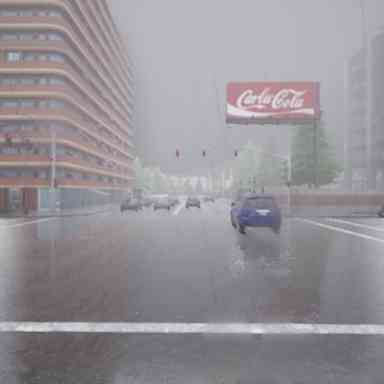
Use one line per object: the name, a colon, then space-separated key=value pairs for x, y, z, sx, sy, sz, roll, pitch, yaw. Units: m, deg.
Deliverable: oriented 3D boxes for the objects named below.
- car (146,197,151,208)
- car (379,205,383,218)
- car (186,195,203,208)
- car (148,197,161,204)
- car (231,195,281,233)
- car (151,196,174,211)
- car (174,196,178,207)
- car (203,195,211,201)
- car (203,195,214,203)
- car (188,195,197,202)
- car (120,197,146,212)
car: x=-7.046 y=1.471 z=48.460 sx=2.128 sy=1.511 sz=4.902 roll=0 pitch=0 yaw=0
car: x=16.291 y=1.212 z=23.439 sx=5.566 sy=2.045 sz=2.150 roll=0 pitch=0 yaw=0
car: x=0.140 y=1.472 z=47.407 sx=2.128 sy=1.511 sz=4.902 roll=0 pitch=0 yaw=0
car: x=-6.991 y=1.575 z=62.763 sx=1.895 sy=1.301 sz=4.718 roll=0 pitch=0 yaw=1
car: x=3.617 y=1.214 z=19.580 sx=2.150 sy=2.045 sz=5.566 roll=0 pitch=0 yaw=0
car: x=-3.550 y=1.509 z=40.644 sx=1.812 sy=1.442 sz=4.674 roll=0 pitch=0 yaw=0
car: x=-3.539 y=1.543 z=49.538 sx=1.994 sy=1.385 sz=4.181 roll=0 pitch=0 yaw=0
car: x=3.567 y=1.439 z=78.891 sx=1.812 sy=1.442 sz=4.674 roll=0 pitch=0 yaw=0
car: x=3.560 y=1.323 z=70.067 sx=2.097 sy=1.767 sz=4.553 roll=0 pitch=0 yaw=0
car: x=0.067 y=1.493 z=78.260 sx=2.128 sy=1.511 sz=4.902 roll=0 pitch=0 yaw=0
car: x=-7.055 y=1.462 z=38.994 sx=1.882 sy=1.535 sz=5.008 roll=0 pitch=0 yaw=0
